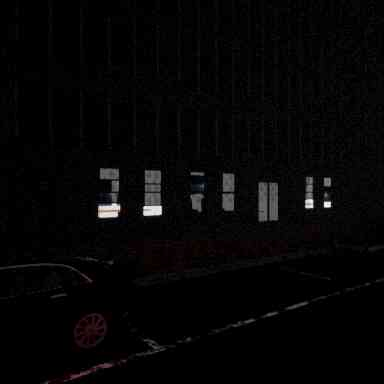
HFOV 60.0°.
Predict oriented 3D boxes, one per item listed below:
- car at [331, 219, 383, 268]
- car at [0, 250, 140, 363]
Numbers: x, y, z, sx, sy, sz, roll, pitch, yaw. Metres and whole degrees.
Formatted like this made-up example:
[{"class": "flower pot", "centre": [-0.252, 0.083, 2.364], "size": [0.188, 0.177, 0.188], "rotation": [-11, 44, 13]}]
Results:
[{"class": "car", "centre": [6.408, 1.582, 11.097], "size": [4.206, 1.307, 1.802], "rotation": [0, 0, -35]}, {"class": "car", "centre": [-2.876, 1.551, 4.509], "size": [4.403, 1.369, 2.008], "rotation": [0, 0, -35]}]
